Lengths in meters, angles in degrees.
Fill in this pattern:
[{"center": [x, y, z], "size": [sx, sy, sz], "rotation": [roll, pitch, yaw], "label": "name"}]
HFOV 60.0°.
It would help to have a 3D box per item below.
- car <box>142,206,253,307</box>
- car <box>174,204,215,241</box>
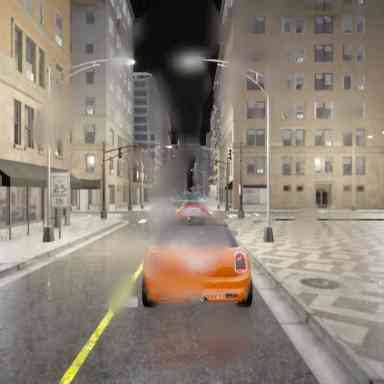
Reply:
[{"center": [0.095, 1.351, 8.133], "size": [2.097, 1.767, 4.553], "rotation": [0, 0, 0], "label": "car"}, {"center": [0.098, 1.474, 17.733], "size": [1.882, 1.535, 5.008], "rotation": [0, 0, 0], "label": "car"}]
